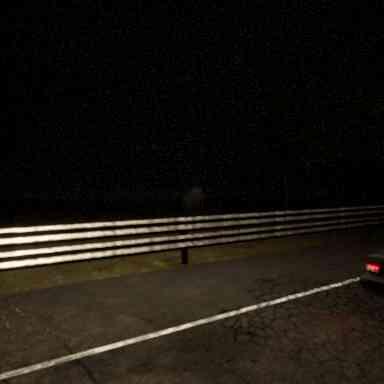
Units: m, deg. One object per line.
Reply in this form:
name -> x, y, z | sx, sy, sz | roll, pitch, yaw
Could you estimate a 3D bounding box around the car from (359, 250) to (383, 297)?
car -> 5.733, 1.430, 6.995 | 5.357, 1.411, 2.033 | -1, 1, -33
